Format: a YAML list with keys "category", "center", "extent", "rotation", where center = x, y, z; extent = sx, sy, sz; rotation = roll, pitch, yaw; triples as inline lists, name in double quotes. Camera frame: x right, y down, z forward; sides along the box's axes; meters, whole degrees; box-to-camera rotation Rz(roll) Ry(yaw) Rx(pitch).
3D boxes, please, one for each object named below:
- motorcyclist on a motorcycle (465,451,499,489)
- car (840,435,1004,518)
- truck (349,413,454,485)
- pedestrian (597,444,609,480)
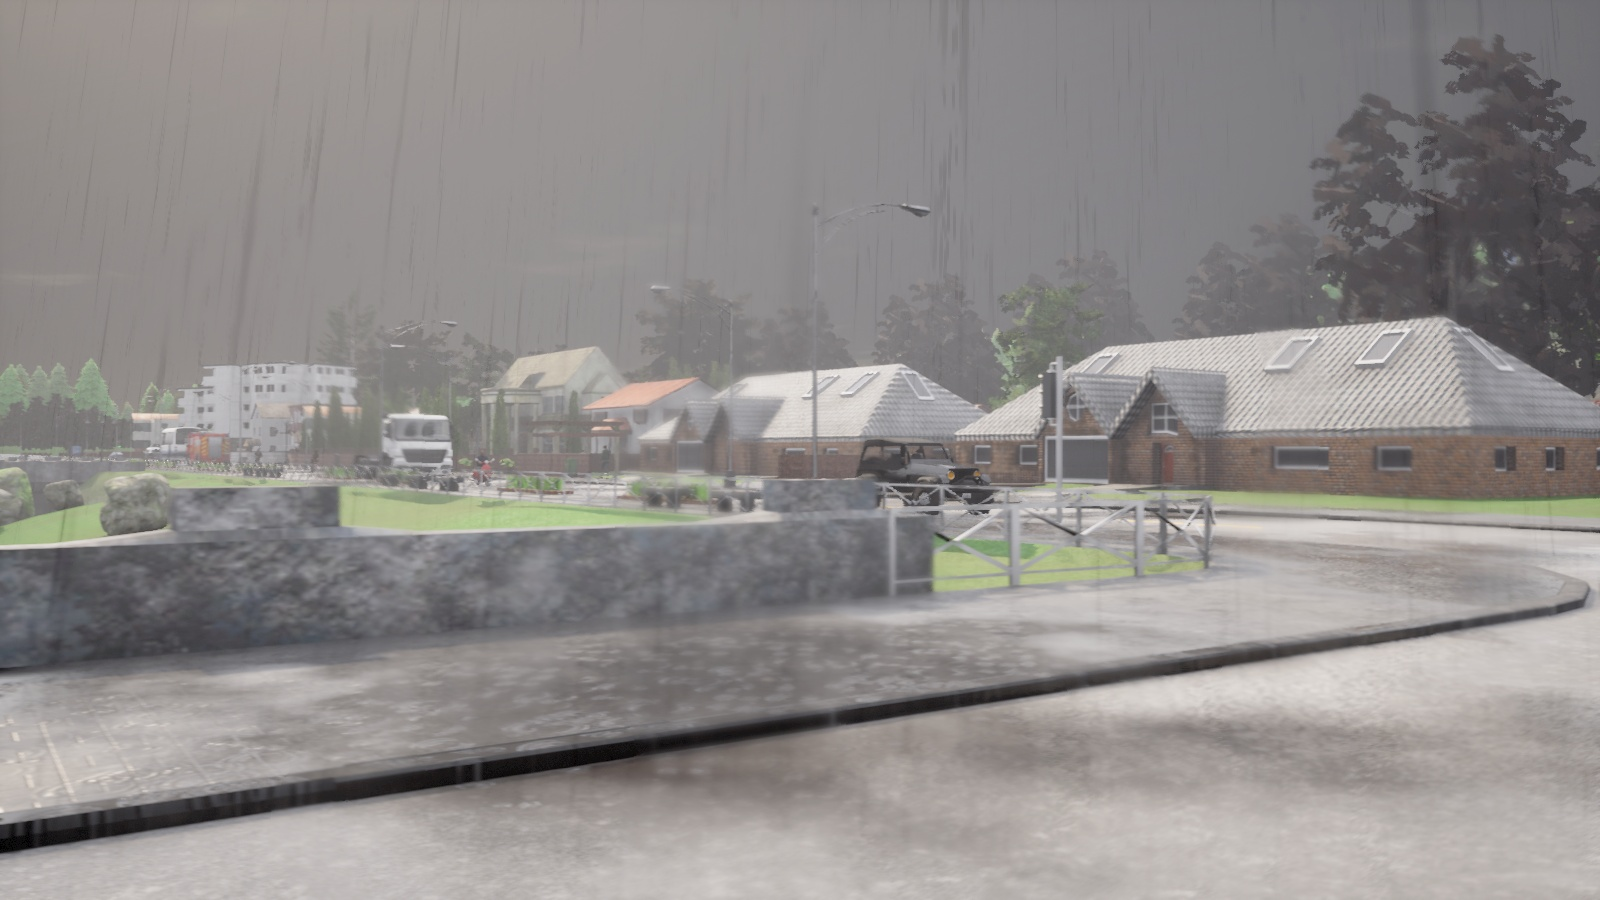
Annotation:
- category: "motorcyclist on a motorcycle"
  center: [-13.856, 0.858, 54.715]
  extent: [0.866, 1.590, 1.817]
  rotation: [0, 0, -35]
- category: "car"
  center: [2.907, 0.606, 30.634]
  extent: [1.905, 1.878, 3.866]
  rotation: [0, 0, -35]
- category: "truck"
  center: [-20.507, -0.039, 64.268]
  extent: [2.891, 3.462, 7.936]
  rotation: [0, 0, -35]
- category: "pedestrian"
  center: [-10.145, 0.630, 64.543]
  extent: [0.353, 1.847, 0.614]
  rotation: [0, 0, -39]
